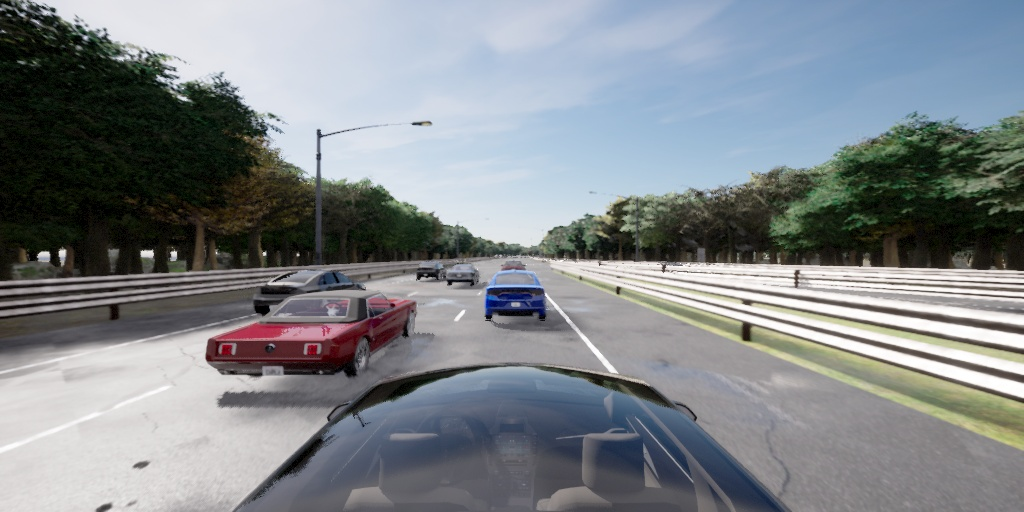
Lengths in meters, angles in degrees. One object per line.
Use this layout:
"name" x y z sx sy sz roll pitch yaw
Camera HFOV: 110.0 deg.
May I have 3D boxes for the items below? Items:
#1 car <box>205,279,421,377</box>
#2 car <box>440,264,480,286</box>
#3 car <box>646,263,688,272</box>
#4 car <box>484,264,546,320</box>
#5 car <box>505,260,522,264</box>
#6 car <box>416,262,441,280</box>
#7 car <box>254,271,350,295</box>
"car" -3.390 1.352 7.329 1.895 1.301 4.718 0 0 0
"car" -3.381 1.306 25.419 2.033 1.411 5.357 0 0 0
"car" 15.506 1.396 36.338 1.837 1.490 4.892 0 0 -16
"car" 0.106 1.231 12.668 1.882 1.535 5.008 0 0 0
"car" 0.116 1.114 30.708 2.097 1.767 4.553 0 0 0
"car" -6.886 1.268 30.993 1.837 1.490 4.892 0 0 0
"car" -6.894 1.259 12.819 1.837 1.490 4.892 0 0 0
